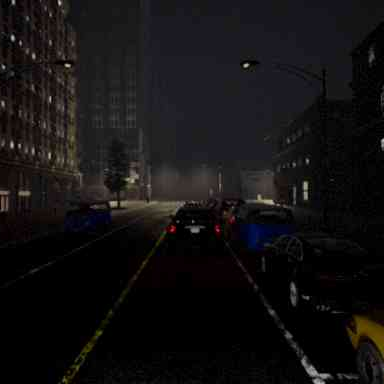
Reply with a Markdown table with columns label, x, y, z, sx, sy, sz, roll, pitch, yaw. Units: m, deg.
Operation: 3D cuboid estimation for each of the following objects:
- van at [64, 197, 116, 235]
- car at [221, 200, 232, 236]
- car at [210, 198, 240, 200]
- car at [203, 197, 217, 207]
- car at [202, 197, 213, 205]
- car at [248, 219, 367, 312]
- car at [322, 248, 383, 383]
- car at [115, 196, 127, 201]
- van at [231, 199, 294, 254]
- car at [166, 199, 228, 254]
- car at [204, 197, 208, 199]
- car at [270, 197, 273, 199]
| label | x | y | z | sx | sy | sz | roll | pitch | yaw |
| --- | --- | --- | --- | --- | --- | --- | --- | --- | --- |
| van | -5.669 | 1.351 | 18.419 | 1.690 | 1.788 | 3.998 | 1 | 0 | 0 |
| car | 2.709 | 1.450 | 18.420 | 1.967 | 1.590 | 4.097 | 1 | 0 | 0 |
| car | 2.712 | 1.327 | 23.899 | 2.192 | 1.841 | 5.009 | 1 | 0 | 0 |
| car | 2.716 | 1.566 | 51.286 | 2.008 | 1.369 | 4.403 | 1 | 0 | 0 |
| car | 2.842 | 1.597 | 62.238 | 1.802 | 1.307 | 4.206 | 1 | 0 | 0 |
| car | 2.704 | 1.555 | 7.465 | 2.008 | 1.369 | 4.403 | 1 | 0 | 0 |
| car | 2.703 | 1.527 | 2.156 | 1.752 | 1.417 | 4.829 | 1 | 0 | 0 |
| car | -17.405 | 1.673 | 78.373 | 4.206 | 1.307 | 1.802 | -1 | 0 | 1 |
| van | 2.709 | 1.349 | 12.943 | 1.690 | 1.788 | 3.998 | 1 | 0 | 0 |
| car | 0.104 | 1.360 | 13.685 | 2.097 | 1.767 | 4.553 | 0 | 0 | 0 |
| car | 0.110 | 1.505 | 31.882 | 2.128 | 1.511 | 4.902 | 0 | 0 | 0 |
| car | 20.703 | 1.253 | 77.998 | 4.829 | 1.417 | 1.752 | -1 | 0 | 1 |
